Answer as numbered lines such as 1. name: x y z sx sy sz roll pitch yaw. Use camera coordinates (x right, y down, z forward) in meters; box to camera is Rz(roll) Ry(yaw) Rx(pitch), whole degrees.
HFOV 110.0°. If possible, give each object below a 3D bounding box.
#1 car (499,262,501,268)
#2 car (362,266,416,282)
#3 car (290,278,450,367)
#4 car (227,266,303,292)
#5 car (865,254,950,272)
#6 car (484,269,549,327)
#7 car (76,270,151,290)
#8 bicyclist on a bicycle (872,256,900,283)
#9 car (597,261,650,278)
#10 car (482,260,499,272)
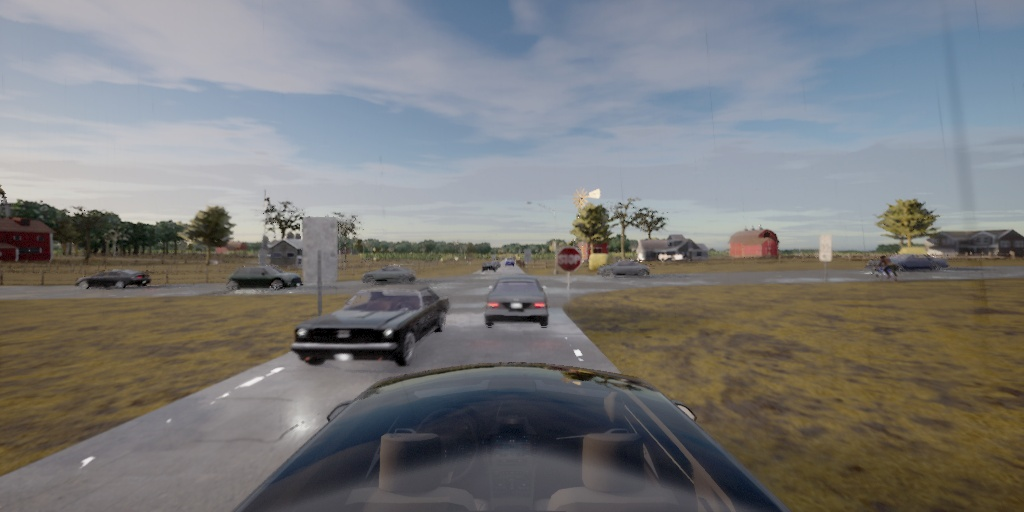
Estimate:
1. car: -3.150 1.523 58.011 1.895 1.301 4.718 0 0 0
2. car: -10.045 1.509 29.416 4.181 1.385 1.994 -1 1 0
3. car: -2.743 1.365 8.112 1.895 1.301 4.718 0 0 1
4. car: -17.576 1.518 25.687 4.553 1.767 2.097 -1 1 0
5. car: 32.492 0.550 29.520 5.357 1.411 2.033 -1 1 0
6. car: 0.181 1.320 11.651 2.033 1.411 5.357 0 0 1
7. car: -32.537 1.906 29.349 4.892 1.490 1.837 -1 1 0
8. bicyclist on a bicycle: 22.823 0.798 21.901 0.582 1.620 1.656 -1 0 0
9. car: 9.293 1.089 29.982 4.181 1.385 1.994 -1 1 9
10. car: -3.063 1.487 48.357 1.895 1.301 4.718 0 0 -1
